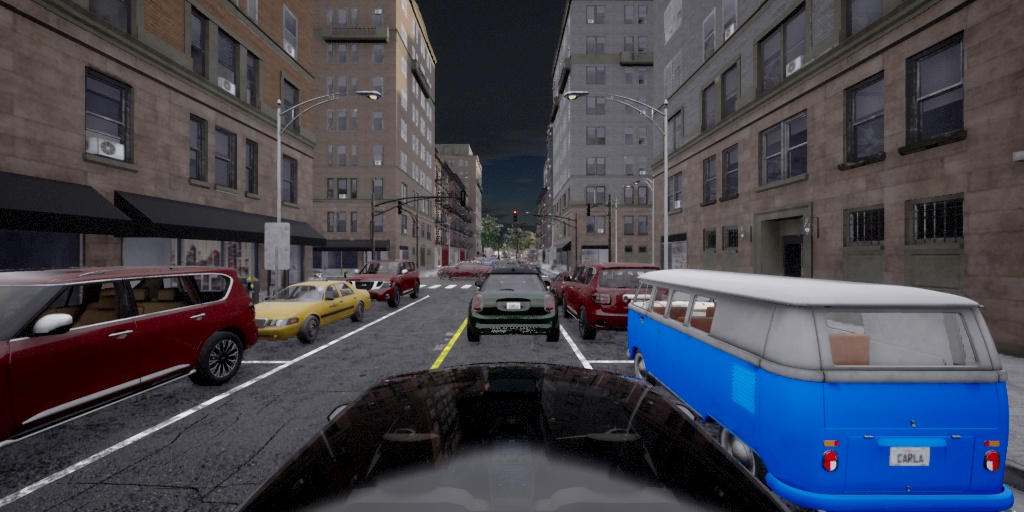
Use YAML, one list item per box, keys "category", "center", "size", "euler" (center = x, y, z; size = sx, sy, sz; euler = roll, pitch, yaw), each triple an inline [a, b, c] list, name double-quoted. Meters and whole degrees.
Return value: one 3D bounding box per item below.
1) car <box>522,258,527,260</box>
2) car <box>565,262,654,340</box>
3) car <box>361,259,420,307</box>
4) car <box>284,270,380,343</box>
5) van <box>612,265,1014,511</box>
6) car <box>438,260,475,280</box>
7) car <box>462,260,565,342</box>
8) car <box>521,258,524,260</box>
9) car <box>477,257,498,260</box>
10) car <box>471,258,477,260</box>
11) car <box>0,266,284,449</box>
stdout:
- category: "car"
  center: [2.552, 1.300, 42.593]
  size: [2.007, 1.370, 4.403]
  euler: [0, 0, 0]
- category: "car"
  center: [2.621, 1.065, 9.905]
  size: [2.192, 1.841, 5.009]
  euler: [0, 0, 0]
- category: "car"
  center: [-5.429, 1.064, 15.568]
  size: [2.192, 1.841, 5.009]
  euler: [0, 0, 0]
- category: "car"
  center: [-5.416, 1.275, 9.719]
  size: [1.751, 1.417, 4.829]
  euler: [0, 0, 0]
- category: "van"
  center: [2.633, 1.091, 4.226]
  size: [1.690, 1.789, 3.998]
  euler: [0, 0, 0]
- category: "car"
  center: [-3.966, 1.288, 30.701]
  size: [4.674, 1.442, 1.812]
  euler: [0, 0, 0]
- category: "car"
  center: [0.017, 1.102, 9.940]
  size: [2.097, 1.767, 4.553]
  euler: [0, 0, 0]
- category: "car"
  center: [2.541, 1.294, 48.074]
  size: [1.888, 1.381, 4.507]
  euler: [0, 0, 0]
- category: "car"
  center: [-2.930, 1.227, 42.824]
  size: [1.882, 1.535, 5.008]
  euler: [0, 0, 0]
- category: "car"
  center: [-5.501, 1.274, 42.405]
  size: [1.751, 1.417, 4.829]
  euler: [0, 0, 0]
- category: "car"
  center: [-5.403, 1.065, 4.212]
  size: [2.192, 1.841, 5.009]
  euler: [0, 0, 0]
